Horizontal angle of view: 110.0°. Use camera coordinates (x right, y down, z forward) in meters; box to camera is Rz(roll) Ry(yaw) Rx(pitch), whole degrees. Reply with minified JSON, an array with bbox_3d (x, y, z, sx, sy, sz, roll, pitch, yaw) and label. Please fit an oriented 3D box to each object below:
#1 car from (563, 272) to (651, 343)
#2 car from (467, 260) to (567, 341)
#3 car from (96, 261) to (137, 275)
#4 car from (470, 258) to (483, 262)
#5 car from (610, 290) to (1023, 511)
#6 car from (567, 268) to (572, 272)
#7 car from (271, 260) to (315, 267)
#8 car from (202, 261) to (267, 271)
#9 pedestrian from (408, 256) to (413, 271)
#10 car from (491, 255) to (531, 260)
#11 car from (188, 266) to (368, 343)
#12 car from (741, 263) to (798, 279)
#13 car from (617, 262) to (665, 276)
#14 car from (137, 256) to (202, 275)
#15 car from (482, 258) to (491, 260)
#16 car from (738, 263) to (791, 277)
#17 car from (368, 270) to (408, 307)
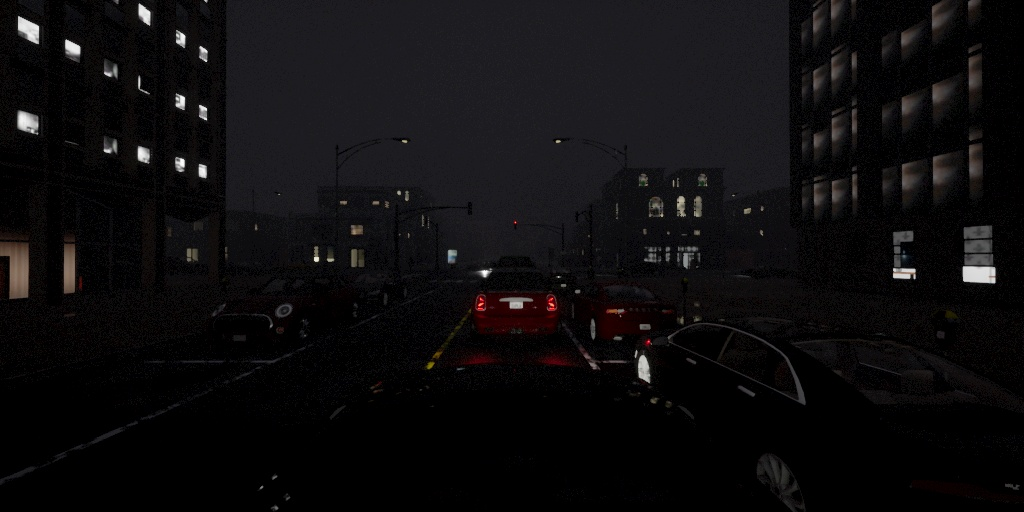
[{"bbox_3d":[2.686,1.296,9.471,1.888,1.381,4.507,0,0,0],"label":"car"},{"bbox_3d":[0.094,1.103,10.016,2.097,1.767,4.553,0,0,0],"label":"car"},{"bbox_3d":[-36.507,1.131,33.406,4.403,1.370,2.007,0,0,1],"label":"car"},{"bbox_3d":[-5.721,1.338,53.254,1.802,1.307,4.207,0,0,0],"label":"car"},{"bbox_3d":[2.689,1.301,3.779,2.007,1.370,4.403,0,0,0],"label":"car"},{"bbox_3d":[2.679,1.302,20.855,2.007,1.370,4.403,0,0,0],"label":"car"},{"bbox_3d":[-25.478,1.198,41.624,4.829,1.417,1.751,0,0,1],"label":"car"},{"bbox_3d":[-25.434,1.177,33.242,4.403,1.370,2.007,0,0,1],"label":"car"},{"bbox_3d":[-12.577,0.885,44.383,0.375,1.860,0.375,0,-1,1],"label":"pedestrian"},{"bbox_3d":[0.109,0.973,20.169,2.150,2.045,5.566,0,0,-1],"label":"car"},{"bbox_3d":[-5.695,1.190,9.483,1.967,1.591,4.097,0,0,0],"label":"car"},{"bbox_3d":[23.624,1.433,32.481,4.207,1.307,1.802,0,0,1],"label":"car"},{"bbox_3d":[13.763,1.339,38.448,4.892,1.490,1.837,0,0,1],"label":"car"},{"bbox_3d":[-30.971,0.918,33.324,5.009,1.841,2.192,0,0,1],"label":"car"},{"bbox_3d":[-3.103,1.357,52.111,1.895,1.301,4.718,0,0,-1],"label":"car"},{"bbox_3d":[26.865,1.462,38.260,4.181,1.385,1.994,0,0,1],"label":"car"},{"bbox_3d":[-5.698,1.302,15.176,2.007,1.370,4.403,0,0,0],"label":"car"}]
